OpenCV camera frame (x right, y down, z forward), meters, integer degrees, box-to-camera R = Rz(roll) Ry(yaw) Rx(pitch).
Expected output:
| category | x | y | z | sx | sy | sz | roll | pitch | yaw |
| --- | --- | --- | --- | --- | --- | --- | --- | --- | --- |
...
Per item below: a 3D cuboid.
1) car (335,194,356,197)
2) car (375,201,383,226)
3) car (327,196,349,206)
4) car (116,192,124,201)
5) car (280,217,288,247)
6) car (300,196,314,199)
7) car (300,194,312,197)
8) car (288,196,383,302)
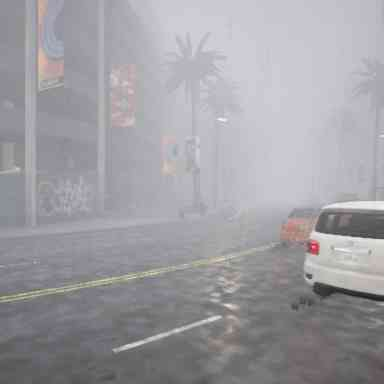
| category | x | y | z | sx | sy | sz | roll | pitch | yaw |
| --- | --- | --- | --- | --- | --- | --- | --- | --- | --- |
| car | 18.400 | 1.199 | 40.308 | 2.150 | 2.045 | 5.566 | 0 | 0 | 10 |
| car | 14.247 | 1.466 | 23.288 | 1.882 | 1.535 | 5.008 | 0 | 0 | 22 |
| car | 24.054 | 1.449 | 54.816 | 2.231 | 1.521 | 4.892 | 0 | 0 | 10 |
| car | -11.626 | 0.978 | 53.577 | 2.435 | 2.045 | 5.566 | 0 | 0 | 10 |
| car | 5.531 | 1.344 | 14.231 | 2.097 | 1.767 | 4.553 | 0 | 0 | 38 |
| car | 15.031 | 1.575 | 41.343 | 1.895 | 1.301 | 4.718 | 0 | 0 | 10 |
| car | 29.243 | 1.301 | 83.729 | 2.185 | 1.767 | 4.553 | 0 | 0 | 10 |
| car | 4.646 | 1.220 | 7.692 | 2.150 | 2.045 | 5.566 | 0 | 1 | 45 |
